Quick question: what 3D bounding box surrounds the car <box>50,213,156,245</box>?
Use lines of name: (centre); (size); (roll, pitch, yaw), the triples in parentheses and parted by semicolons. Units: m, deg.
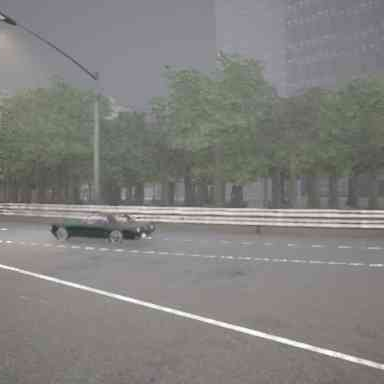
car: (-4.183, 1.632, 15.429); (4.718, 1.301, 1.895); (0, 0, 21)
